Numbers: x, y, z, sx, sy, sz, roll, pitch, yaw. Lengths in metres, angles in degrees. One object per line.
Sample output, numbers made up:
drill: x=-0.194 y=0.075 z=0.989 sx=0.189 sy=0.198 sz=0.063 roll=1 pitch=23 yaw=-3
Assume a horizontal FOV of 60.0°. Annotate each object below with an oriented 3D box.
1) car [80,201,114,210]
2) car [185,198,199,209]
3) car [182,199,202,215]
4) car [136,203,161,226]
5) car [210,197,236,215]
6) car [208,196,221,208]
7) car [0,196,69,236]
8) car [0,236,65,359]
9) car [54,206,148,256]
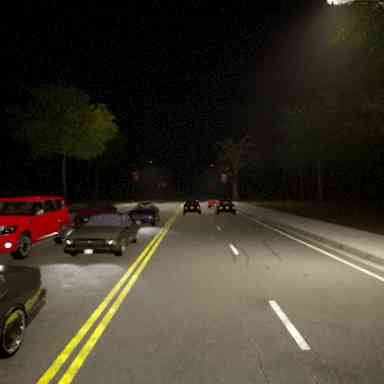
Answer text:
car: x=-6.540 y=1.445 z=23.166 sx=1.882 sy=1.535 sz=5.008 roll=0 pitch=0 yaw=1
car: x=0.043 y=1.563 z=46.271 sx=1.895 sy=1.301 sz=4.718 roll=0 pitch=0 yaw=1
car: x=0.012 y=1.509 z=33.174 sx=2.033 sy=1.411 sz=5.357 roll=0 pitch=0 yaw=0
car: x=-3.291 y=1.514 z=23.621 sx=2.033 sy=1.411 sz=5.357 roll=0 pitch=0 yaw=0
car: x=3.262 y=1.508 z=33.132 sx=2.033 sy=1.411 sz=5.357 roll=0 pitch=0 yaw=0
car: x=3.297 y=1.313 z=46.429 sx=2.097 sy=1.767 sz=4.553 roll=0 pitch=0 yaw=1
car: x=-6.548 y=1.201 z=12.760 sx=2.150 sy=2.045 sz=5.566 roll=0 pitch=0 yaw=0
car: x=-3.311 y=1.542 z=3.225 sx=2.033 sy=1.411 sz=5.357 roll=0 pitch=0 yaw=0
car: x=-3.292 y=1.526 z=13.305 sx=2.033 sy=1.411 sz=5.357 roll=0 pitch=0 yaw=1
